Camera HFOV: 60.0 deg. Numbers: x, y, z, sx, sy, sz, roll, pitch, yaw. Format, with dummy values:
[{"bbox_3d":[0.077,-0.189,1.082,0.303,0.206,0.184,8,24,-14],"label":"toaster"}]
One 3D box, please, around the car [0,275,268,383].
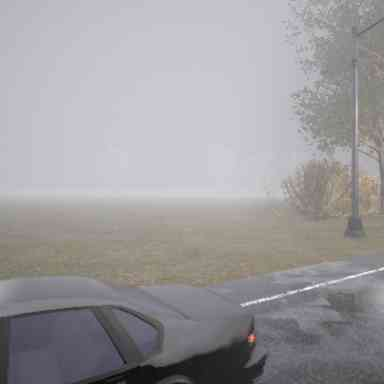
[{"bbox_3d":[-1.787,1.547,2.762,5.357,1.411,2.033,0,0,-34],"label":"car"}]
